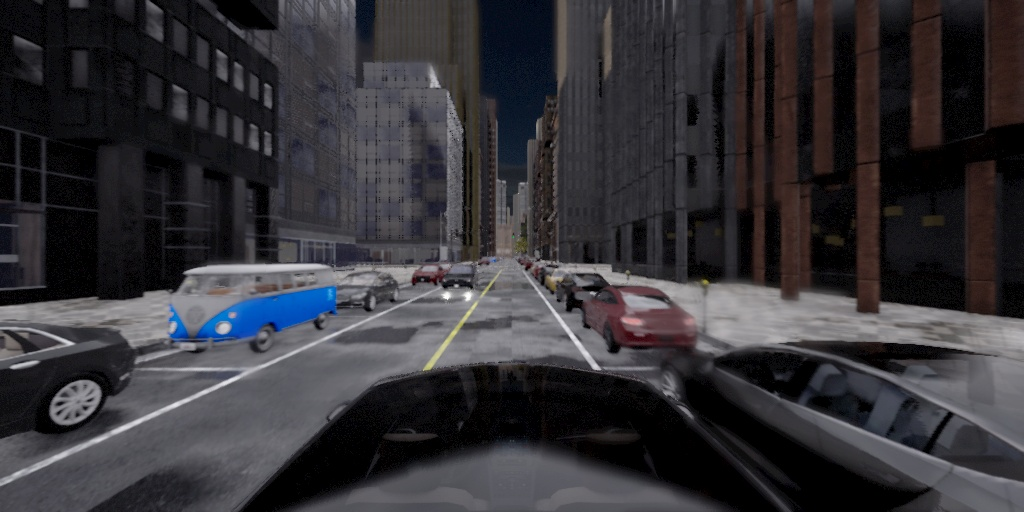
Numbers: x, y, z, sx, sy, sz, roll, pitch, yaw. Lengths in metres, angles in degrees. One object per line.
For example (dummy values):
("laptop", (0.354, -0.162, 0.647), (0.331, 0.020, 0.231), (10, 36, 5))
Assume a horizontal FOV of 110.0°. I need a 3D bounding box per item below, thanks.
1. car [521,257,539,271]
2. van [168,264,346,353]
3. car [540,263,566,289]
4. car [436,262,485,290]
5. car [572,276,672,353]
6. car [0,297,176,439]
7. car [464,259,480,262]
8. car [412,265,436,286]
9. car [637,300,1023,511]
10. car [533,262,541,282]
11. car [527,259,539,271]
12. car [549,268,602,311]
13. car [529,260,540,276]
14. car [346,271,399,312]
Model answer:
("car", (2.759, 1.060, 47.947), (2.192, 1.841, 5.009), (0, 0, 0))
("van", (-5.763, 1.087, 8.475), (1.690, 1.789, 3.998), (0, 0, 0))
("car", (2.761, 1.268, 19.935), (1.751, 1.417, 4.829), (0, 0, 0))
("car", (-3.102, 1.290, 22.683), (2.033, 1.411, 5.357), (0, 0, 0))
("car", (2.762, 1.328, 8.492), (1.802, 1.307, 4.207), (0, 0, 0))
("car", (-5.762, 1.300, 2.838), (2.007, 1.370, 4.403), (0, 0, 0))
("car", (-5.766, 1.296, 47.927), (2.007, 1.370, 4.403), (0, 0, 0))
("car", (-5.764, 1.287, 25.383), (1.888, 1.381, 4.507), (0, 0, 0))
("car", (2.763, 1.315, 2.855), (1.948, 1.339, 4.313), (0, 0, 0))
("car", (2.761, 1.308, 25.401), (1.948, 1.339, 4.313), (0, 0, 0))
("car", (2.760, 1.269, 36.844), (1.751, 1.417, 4.829), (0, 0, 0))
("car", (2.762, 1.310, 14.129), (1.948, 1.339, 4.313), (0, 0, 0))
("car", (2.760, 1.287, 31.037), (1.888, 1.381, 4.507), (0, 0, 0))
("car", (-5.763, 1.294, 14.111), (2.007, 1.370, 4.403), (0, 0, 0))
